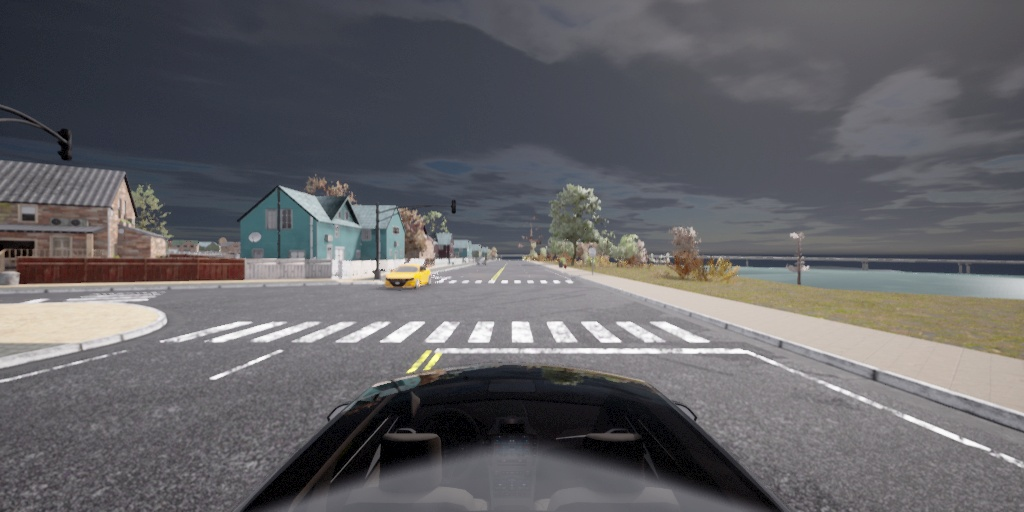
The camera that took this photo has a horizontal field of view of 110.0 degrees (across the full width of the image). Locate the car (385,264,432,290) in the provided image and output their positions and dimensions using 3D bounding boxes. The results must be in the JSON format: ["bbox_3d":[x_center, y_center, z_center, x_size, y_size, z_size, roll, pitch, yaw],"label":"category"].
[{"bbox_3d":[-6.450,1.261,22.709,1.882,1.535,5.008,0,0,0],"label":"car"}]
